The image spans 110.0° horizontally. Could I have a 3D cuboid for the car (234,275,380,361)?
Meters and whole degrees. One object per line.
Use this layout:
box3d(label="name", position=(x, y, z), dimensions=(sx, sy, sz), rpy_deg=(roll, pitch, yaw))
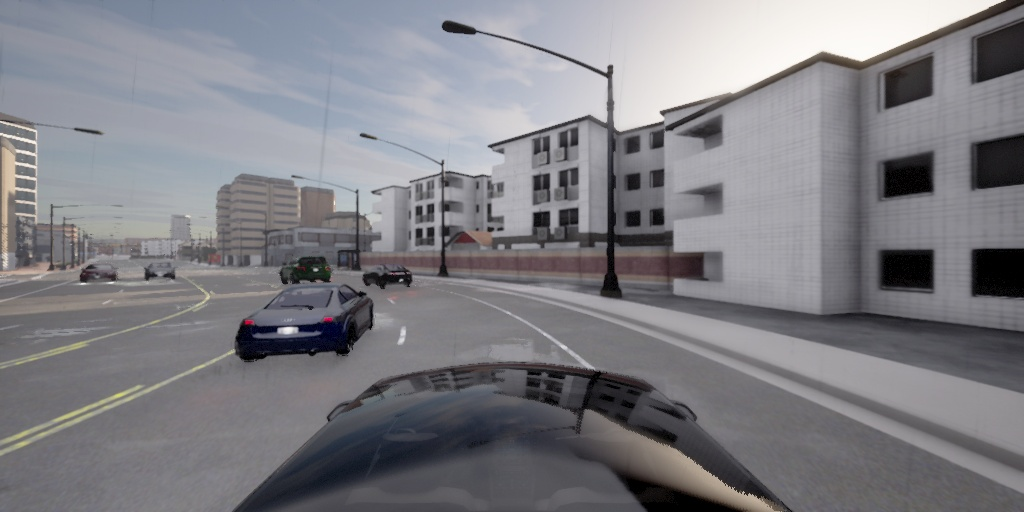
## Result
box3d(label="car", position=(-4.520, 1.324, 8.461), dimensions=(1.994, 1.385, 4.181), rpy_deg=(0, 0, -13))

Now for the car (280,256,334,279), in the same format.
box3d(label="car", position=(-14.537, 1.002, 25.144), dimensions=(2.150, 2.045, 5.566), rpy_deg=(0, 0, -43))

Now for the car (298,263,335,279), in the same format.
box3d(label="car", position=(-18.996, 1.391, 34.663), dimensions=(1.895, 1.301, 4.718), rpy_deg=(0, 0, -45))

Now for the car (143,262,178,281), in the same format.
box3d(label="car", position=(-30.565, 1.315, 31.182), dimensions=(2.128, 1.511, 4.902), rpy_deg=(0, 0, -45))

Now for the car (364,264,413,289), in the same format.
box3d(label="car", position=(-8.111, 1.255, 23.166), dimensions=(2.128, 1.511, 4.902), rpy_deg=(0, 0, -39))

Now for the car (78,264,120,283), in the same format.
box3d(label="car", position=(-33.674, 1.356, 29.347), dimensions=(1.812, 1.442, 4.674), rpy_deg=(0, 0, -45))
